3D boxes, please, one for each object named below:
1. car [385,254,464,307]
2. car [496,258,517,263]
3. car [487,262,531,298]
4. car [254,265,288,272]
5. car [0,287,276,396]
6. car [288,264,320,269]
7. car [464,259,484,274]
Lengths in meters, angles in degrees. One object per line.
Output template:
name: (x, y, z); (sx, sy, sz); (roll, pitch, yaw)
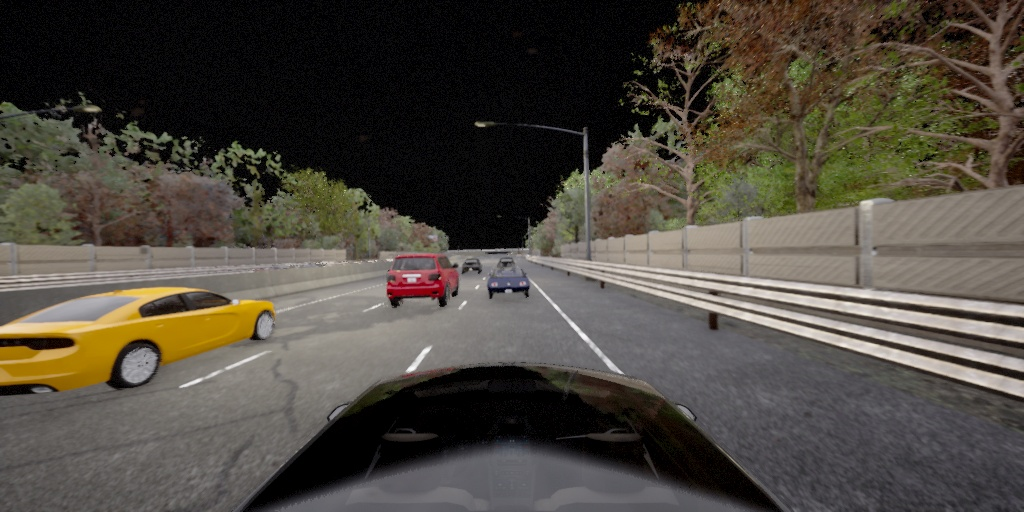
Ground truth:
car: (-3.625, 0.928, 15.474); (2.150, 2.045, 5.566); (-2, 0, -1)
car: (-0.532, 0.932, 36.655); (1.837, 1.490, 4.892); (-2, 1, -1)
car: (-0.172, 1.197, 17.482); (1.895, 1.301, 4.718); (-2, 1, -1)
car: (-25.238, 1.673, 38.424); (1.895, 1.301, 4.718); (-2, 0, -1)
car: (-6.960, 1.358, 7.180); (1.882, 1.535, 5.008); (-2, 1, -1)
car: (-21.746, 1.539, 38.944); (1.994, 1.385, 4.181); (-2, 0, -1)
car: (-4.029, 1.023, 37.009); (1.837, 1.490, 4.892); (-2, 1, -1)
